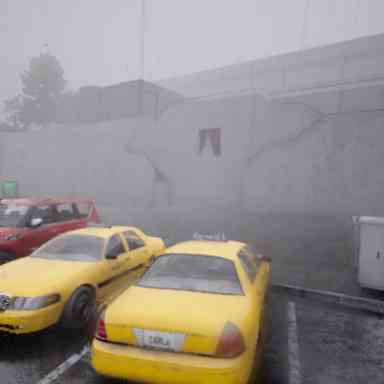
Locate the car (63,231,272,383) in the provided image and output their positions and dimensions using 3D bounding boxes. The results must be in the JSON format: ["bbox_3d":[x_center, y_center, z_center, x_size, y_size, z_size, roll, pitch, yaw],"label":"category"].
[{"bbox_3d":[0.357,1.467,5.756,1.946,1.575,5.366,0,-1,16],"label":"car"}]

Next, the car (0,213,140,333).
[{"bbox_3d":[-2.178,1.445,7.138,1.946,1.575,5.366,1,0,16],"label":"car"}]

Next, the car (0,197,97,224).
[{"bbox_3d":[-4.572,1.184,9.034,2.435,2.045,5.566,1,0,15],"label":"car"}]
